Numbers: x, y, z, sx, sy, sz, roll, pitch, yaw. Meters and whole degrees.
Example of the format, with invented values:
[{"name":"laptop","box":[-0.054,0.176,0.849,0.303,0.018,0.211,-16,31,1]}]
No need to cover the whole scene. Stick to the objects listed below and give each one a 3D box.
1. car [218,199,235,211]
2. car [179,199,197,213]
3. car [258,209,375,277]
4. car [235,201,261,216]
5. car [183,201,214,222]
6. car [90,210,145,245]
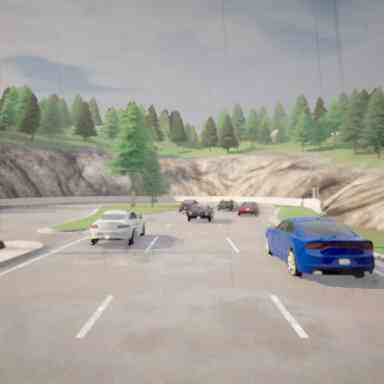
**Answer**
[{"name":"car","box":[4.480,1.557,41.533,2.128,1.511,4.902,0,0,16]},{"name":"car","box":[-0.108,1.587,38.264,1.812,1.442,4.674,0,0,16]},{"name":"car","box":[3.599,1.494,10.313,1.882,1.535,5.008,0,0,0]},{"name":"car","box":[5.851,1.618,33.609,1.994,1.385,4.181,0,0,15]},{"name":"car","box":[0.760,1.644,26.988,1.895,1.301,4.718,0,0,7]},{"name":"car","box":[-3.376,1.551,15.624,1.812,1.442,4.674,0,0,1]}]
